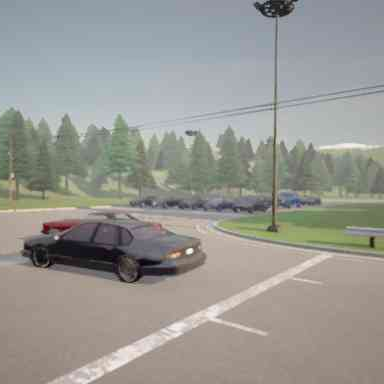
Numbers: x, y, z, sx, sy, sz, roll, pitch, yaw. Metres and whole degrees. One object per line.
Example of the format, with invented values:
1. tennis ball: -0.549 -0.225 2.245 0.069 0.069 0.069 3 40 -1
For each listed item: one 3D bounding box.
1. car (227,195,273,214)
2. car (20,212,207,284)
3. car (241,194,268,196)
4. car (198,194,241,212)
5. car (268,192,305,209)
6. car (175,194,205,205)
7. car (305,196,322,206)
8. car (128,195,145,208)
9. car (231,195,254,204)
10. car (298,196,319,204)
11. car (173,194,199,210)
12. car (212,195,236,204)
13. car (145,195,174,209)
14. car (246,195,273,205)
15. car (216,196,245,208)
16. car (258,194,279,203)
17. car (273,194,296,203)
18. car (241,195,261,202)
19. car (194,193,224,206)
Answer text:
1. car: 5.973 1.350 33.630 2.033 1.411 5.357 1 1 36
2. car: -2.292 1.451 9.226 5.357 1.411 2.033 1 0 27
3. car: 8.605 1.304 43.228 2.033 1.411 5.357 1 1 36
4. car: 2.993 1.281 35.458 1.812 1.442 4.674 1 1 36
5. car: 11.952 1.026 41.875 2.150 2.045 5.566 1 1 36
6. car: -0.205 1.119 48.940 1.837 1.490 4.892 1 1 36
7. car: 18.041 1.353 50.198 2.033 1.411 5.357 1 1 37
8. car: -5.715 1.118 41.354 1.837 1.490 4.892 1 1 36
9. car: 8.318 1.227 54.690 1.994 1.385 4.181 1 1 36
10. car: 20.957 1.365 59.597 1.895 1.301 4.718 1 1 42
11. car: 0.260 1.272 37.675 1.994 1.385 4.181 1 1 36
12. car: 5.485 1.217 56.714 1.895 1.301 4.718 1 1 36
13. car: -2.805 1.152 39.407 2.128 1.511 4.902 1 1 36
14. car: 10.664 1.258 51.992 2.033 1.411 5.357 1 1 36
15. car: 5.196 1.273 44.479 1.994 1.385 4.181 1 1 36
16. car: 14.502 1.144 62.910 1.882 1.535 5.008 1 1 37
17. car: 16.682 1.204 59.983 2.128 1.511 4.902 1 1 39
18. car: 11.444 1.220 64.707 1.895 1.301 4.718 1 1 37
19. car: 2.409 1.014 46.589 2.097 1.767 4.553 1 1 36
